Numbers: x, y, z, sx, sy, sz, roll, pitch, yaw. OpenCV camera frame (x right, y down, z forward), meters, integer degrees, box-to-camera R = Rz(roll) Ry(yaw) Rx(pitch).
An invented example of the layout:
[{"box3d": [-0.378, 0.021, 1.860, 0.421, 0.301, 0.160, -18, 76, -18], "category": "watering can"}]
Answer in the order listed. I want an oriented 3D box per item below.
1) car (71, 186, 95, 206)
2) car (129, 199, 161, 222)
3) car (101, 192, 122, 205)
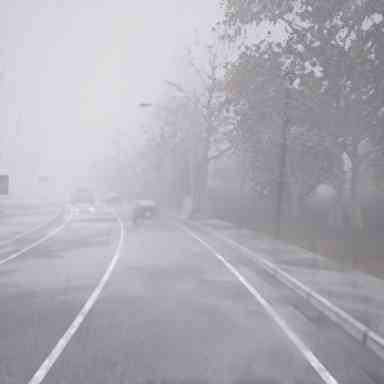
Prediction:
[{"box3d": [-12.698, 0.432, 38.448, 2.150, 2.045, 5.566, 1, 2, -25], "category": "car"}, {"box3d": [-3.509, 1.260, 24.154, 1.882, 1.535, 5.008, 1, 1, -15], "category": "car"}, {"box3d": [-9.923, 0.761, 41.032, 1.812, 1.442, 4.674, 1, 2, -26], "category": "car"}]
